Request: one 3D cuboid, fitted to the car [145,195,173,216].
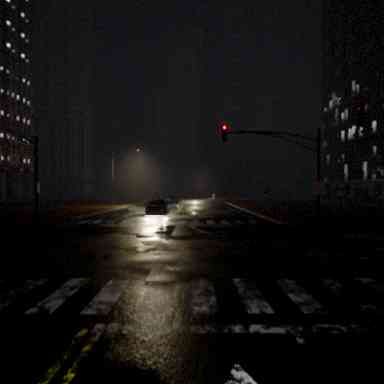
[{"bbox_3d":[-3.174,1.407,31.145,1.882,1.535,5.008,0,2,0],"label":"car"}]

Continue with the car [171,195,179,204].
[{"bbox_3d":[-3.170,1.233,56.632,1.882,1.535,5.008,0,0,-1],"label":"car"}]
